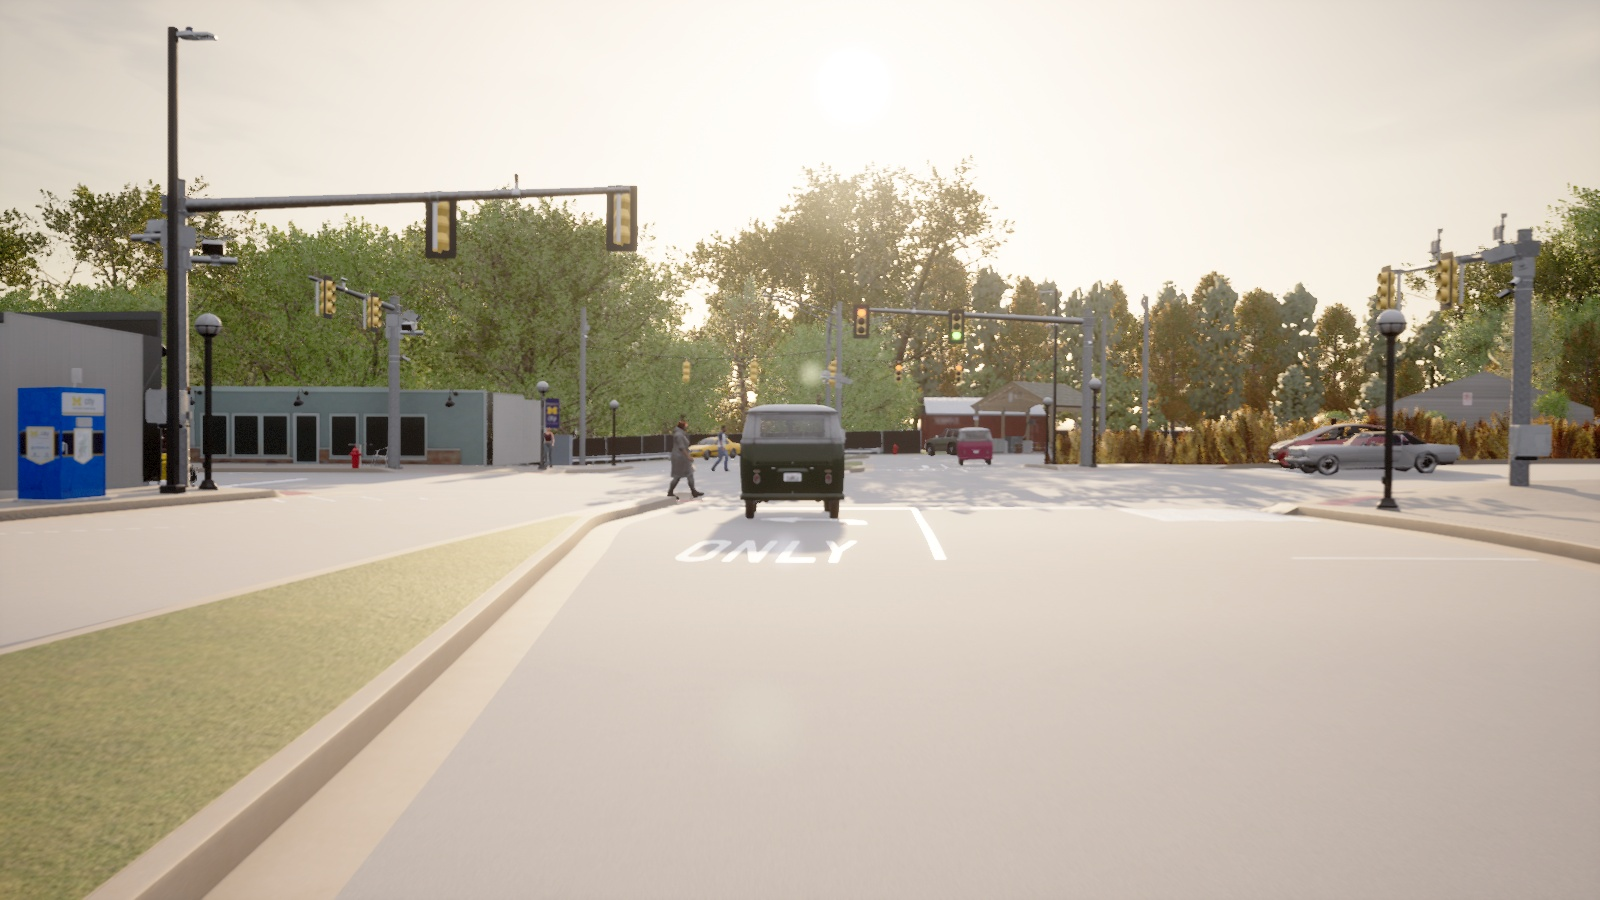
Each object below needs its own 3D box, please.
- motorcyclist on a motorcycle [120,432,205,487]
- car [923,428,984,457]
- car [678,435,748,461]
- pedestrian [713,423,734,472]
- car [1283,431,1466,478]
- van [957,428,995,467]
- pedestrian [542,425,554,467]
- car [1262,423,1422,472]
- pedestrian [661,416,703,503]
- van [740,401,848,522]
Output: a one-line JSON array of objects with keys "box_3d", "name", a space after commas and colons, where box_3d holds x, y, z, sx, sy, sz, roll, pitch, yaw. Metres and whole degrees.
[{"box_3d": [-18.287, 0.271, 36.048, 2.044, 1.523, 0.797, -1, 1, 6], "name": "motorcyclist on a motorcycle"}, {"box_3d": [10.222, -0.489, 83.996, 1.932, 1.855, 4.605, -1, 0, -25], "name": "car"}, {"box_3d": [-5.764, -0.170, 83.836, 1.801, 1.575, 5.366, 0, 2, 32], "name": "car"}, {"box_3d": [-2.910, -0.099, 48.009, 0.706, 1.836, 0.354, 1, 1, 17], "name": "pedestrian"}, {"box_3d": [17.578, 0.130, 38.587, 4.718, 1.301, 1.895, -1, 1, 3], "name": "car"}, {"box_3d": [9.366, -0.177, 67.074, 1.775, 1.987, 4.442, -1, 1, 5], "name": "van"}, {"box_3d": [-10.899, -0.176, 54.356, 0.345, 1.836, 0.594, 1, 1, 2], "name": "pedestrian"}, {"box_3d": [18.165, -0.104, 42.225, 4.514, 1.525, 2.007, -1, 1, 4], "name": "car"}, {"box_3d": [-2.699, 0.206, 28.793, 0.873, 1.952, 0.659, 1, 1, 0], "name": "pedestrian"}, {"box_3d": [-0.140, 0.200, 22.836, 1.775, 1.987, 4.442, 0, 0, -1], "name": "van"}]
